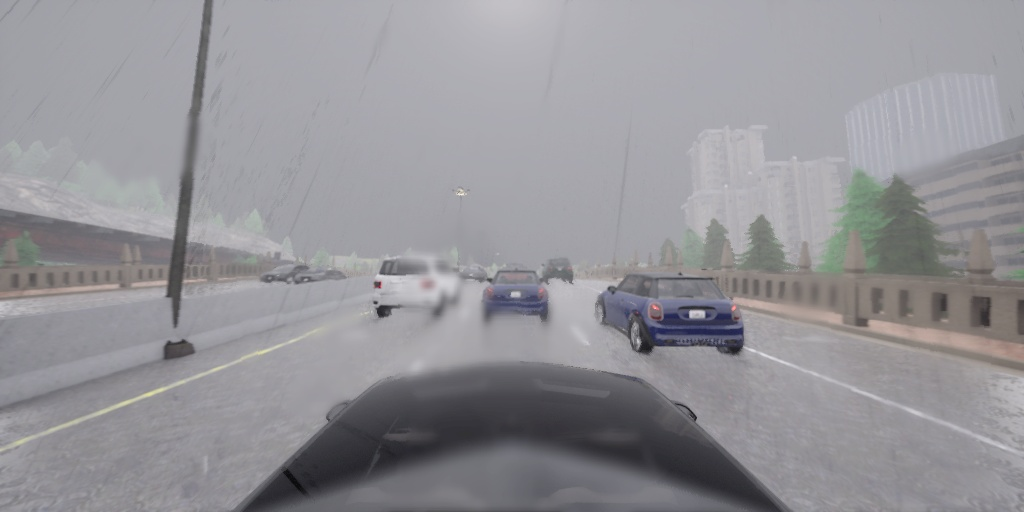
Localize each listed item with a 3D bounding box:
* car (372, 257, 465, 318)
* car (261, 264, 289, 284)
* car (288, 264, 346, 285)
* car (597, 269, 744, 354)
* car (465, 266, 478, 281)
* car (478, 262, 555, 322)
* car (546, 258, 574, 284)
[{"bbox_3d":[-3.349,1.050,13.522,2.150,2.045,5.566,0,0,0],"label":"car"},{"bbox_3d":[-17.448,1.391,28.282,1.837,1.490,4.892,0,-1,1],"label":"car"},{"bbox_3d":[-13.969,1.445,26.299,1.994,1.385,4.181,0,0,1],"label":"car"},{"bbox_3d":[3.629,1.177,9.133,2.097,1.767,4.553,0,0,0],"label":"car"},{"bbox_3d":[-3.264,1.568,31.469,1.994,1.385,4.181,0,-1,0],"label":"car"},{"bbox_3d":[0.147,1.191,12.850,2.097,1.767,4.553,0,0,0],"label":"car"},{"bbox_3d":[3.730,1.227,29.917,2.150,2.045,5.566,0,-1,0],"label":"car"}]
